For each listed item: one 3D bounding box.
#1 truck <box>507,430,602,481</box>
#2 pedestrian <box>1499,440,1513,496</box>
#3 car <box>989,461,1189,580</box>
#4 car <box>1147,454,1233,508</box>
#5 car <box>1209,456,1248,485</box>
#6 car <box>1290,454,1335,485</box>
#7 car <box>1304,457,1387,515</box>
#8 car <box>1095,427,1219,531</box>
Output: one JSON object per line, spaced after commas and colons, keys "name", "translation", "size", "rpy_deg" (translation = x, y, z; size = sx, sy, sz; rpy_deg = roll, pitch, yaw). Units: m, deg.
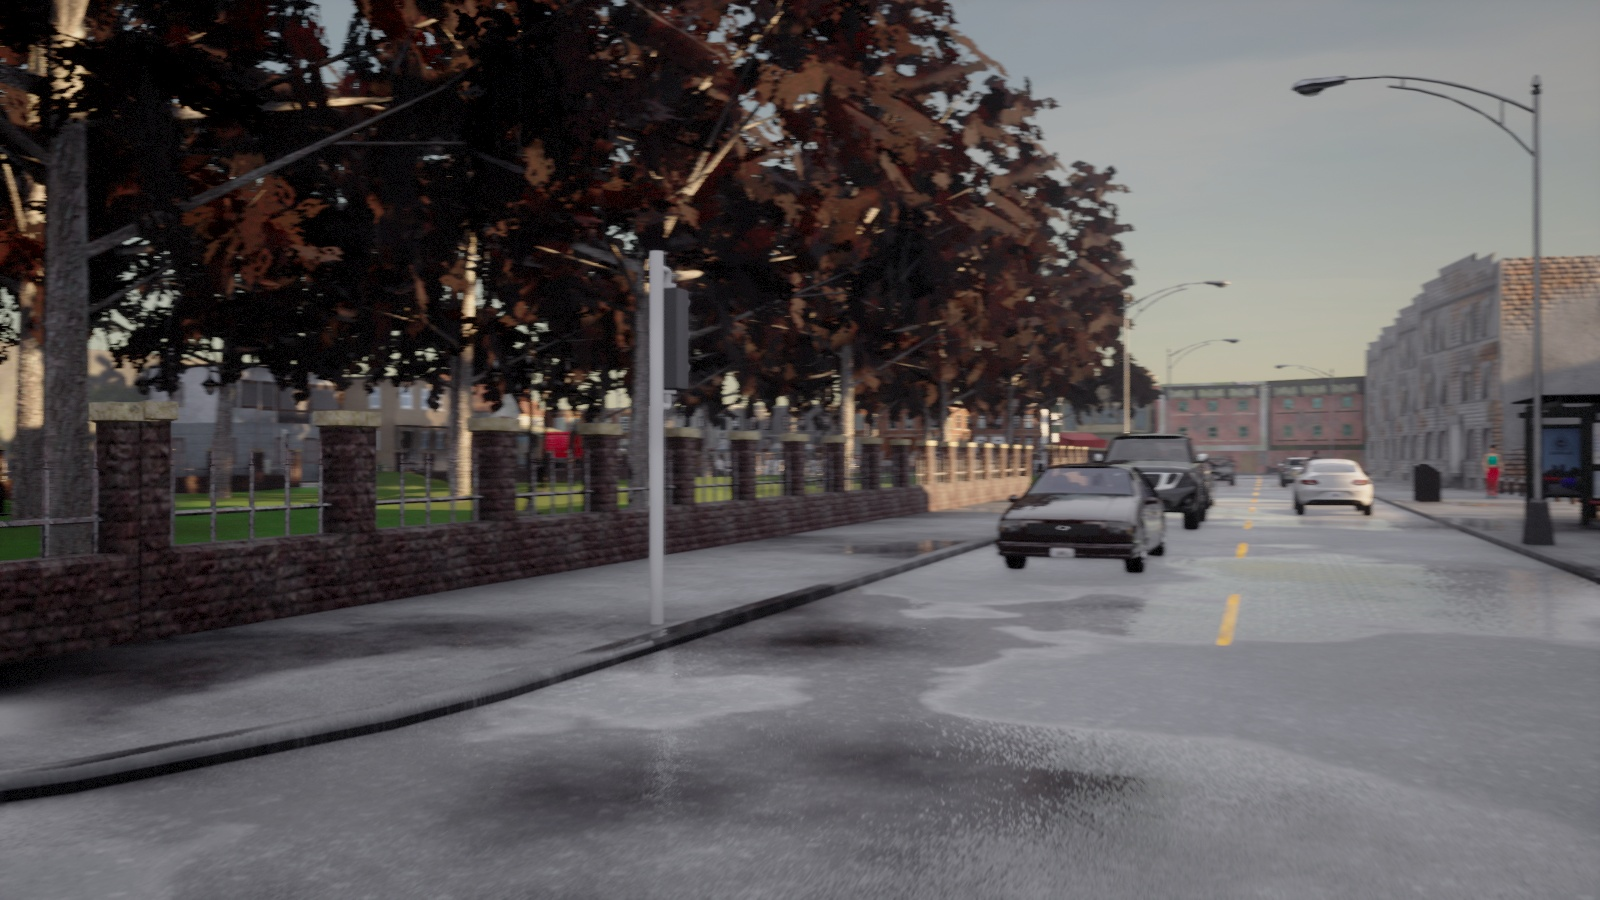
{"name": "truck", "translation": [-17.243, 0.380, 88.838], "size": [2.891, 3.462, 7.936], "rpy_deg": [0, 0, 21]}
{"name": "pedestrian", "translation": [23.437, 0.591, 41.685], "size": [0.345, 1.836, 0.594], "rpy_deg": [0, 0, 24]}
{"name": "car", "translation": [4.315, 0.881, 18.012], "size": [2.033, 1.411, 5.357], "rpy_deg": [0, 0, 21]}
{"name": "car", "translation": [11.696, 0.870, 37.457], "size": [2.128, 1.511, 4.902], "rpy_deg": [0, 0, 21]}
{"name": "car", "translation": [22.581, 1.045, 66.143], "size": [1.816, 1.474, 4.193], "rpy_deg": [0, 0, 21]}
{"name": "car", "translation": [25.494, 0.962, 62.540], "size": [1.970, 1.475, 3.806], "rpy_deg": [0, 0, 21]}
{"name": "car", "translation": [14.493, 0.902, 33.558], "size": [1.812, 1.442, 4.674], "rpy_deg": [0, 0, 21]}
{"name": "car", "translation": [7.982, 0.593, 27.700], "size": [2.150, 2.045, 5.566], "rpy_deg": [0, 0, 21]}
